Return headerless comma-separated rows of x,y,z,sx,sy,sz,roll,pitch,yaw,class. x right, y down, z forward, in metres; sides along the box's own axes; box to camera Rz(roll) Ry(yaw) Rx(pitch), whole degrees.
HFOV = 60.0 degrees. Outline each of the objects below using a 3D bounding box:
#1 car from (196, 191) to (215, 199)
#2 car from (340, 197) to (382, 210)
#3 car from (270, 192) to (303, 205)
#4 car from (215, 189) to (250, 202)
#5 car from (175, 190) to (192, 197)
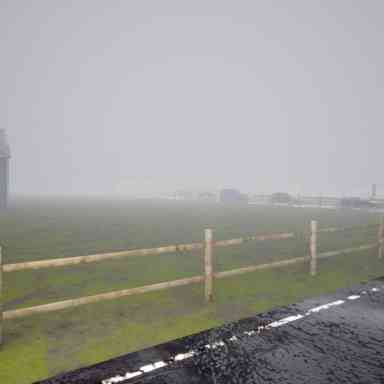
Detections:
2.751,0.597,65.460,1.837,1.490,4.892,0,1,-35,car
18.670,1.226,36.900,1.994,1.385,4.181,0,1,-36,car
12.790,0.830,45.150,2.097,1.767,4.553,0,1,-35,car
6.794,0.514,53.561,2.150,2.045,5.566,0,1,-35,car
-1.814,0.362,71.802,1.837,1.490,4.892,0,1,-36,car
